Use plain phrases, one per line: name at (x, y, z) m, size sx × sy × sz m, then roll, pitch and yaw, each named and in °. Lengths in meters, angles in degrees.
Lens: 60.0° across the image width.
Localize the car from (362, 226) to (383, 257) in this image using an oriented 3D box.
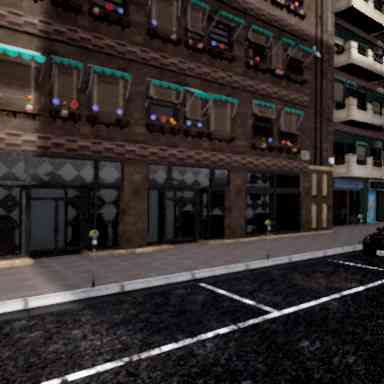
car at (8.107, 1.687, 12.348) m, size 4.313 × 1.339 × 1.947 m, roll 1°, pitch 0°, yaw -36°
